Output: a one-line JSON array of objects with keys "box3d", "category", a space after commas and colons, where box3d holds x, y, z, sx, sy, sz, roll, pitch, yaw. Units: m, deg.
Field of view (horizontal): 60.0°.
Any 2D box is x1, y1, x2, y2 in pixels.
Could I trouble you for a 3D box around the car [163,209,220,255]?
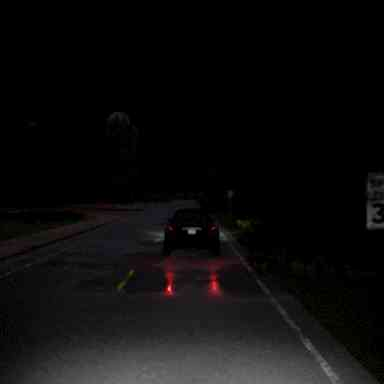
[{"box3d": [-0.005, 1.484, 14.088, 2.097, 1.767, 4.553, 0, -1, 0], "category": "car"}]
